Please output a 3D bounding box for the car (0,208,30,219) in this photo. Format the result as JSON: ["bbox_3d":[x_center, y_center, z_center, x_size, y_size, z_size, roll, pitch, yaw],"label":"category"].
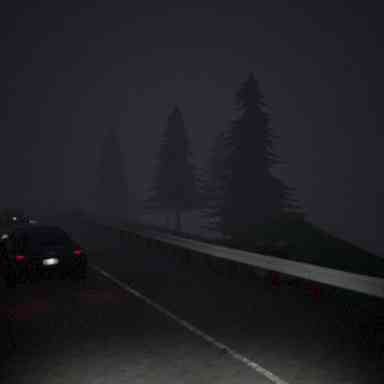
[{"bbox_3d":[-13.363,1.853,24.998,1.994,1.385,4.181,0,-1,-29],"label":"car"}]

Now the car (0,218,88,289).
[{"bbox_3d":[-4.481,1.676,9.764,1.994,1.385,4.181,0,-1,-32],"label":"car"}]
